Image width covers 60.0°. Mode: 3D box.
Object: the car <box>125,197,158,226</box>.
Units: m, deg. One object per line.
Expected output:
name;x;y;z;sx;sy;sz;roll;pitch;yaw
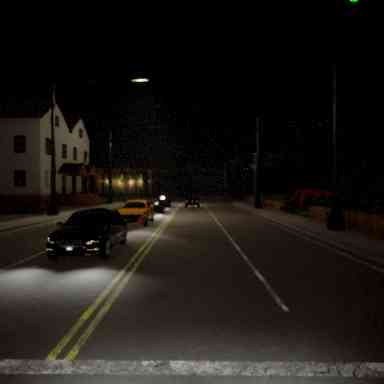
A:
car;-3.595;1.266;21.673;1.882;1.535;5.008;0;1;0

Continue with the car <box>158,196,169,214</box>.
car;-3.584;1.259;31.019;1.994;1.385;4.181;0;1;0

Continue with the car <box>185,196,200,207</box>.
car;0.055;1.144;41.429;2.033;1.411;5.357;0;1;1

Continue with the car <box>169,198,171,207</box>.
car;-3.549;1.142;40.978;2.033;1.411;5.357;0;1;0

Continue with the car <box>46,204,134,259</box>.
car;-3.597;1.388;12.177;1.837;1.490;4.892;0;1;0
